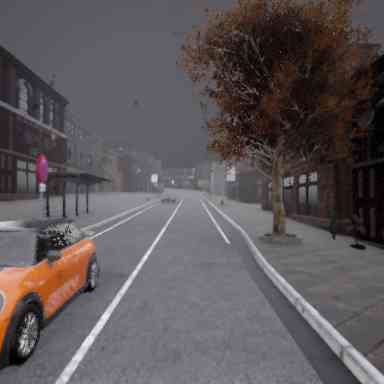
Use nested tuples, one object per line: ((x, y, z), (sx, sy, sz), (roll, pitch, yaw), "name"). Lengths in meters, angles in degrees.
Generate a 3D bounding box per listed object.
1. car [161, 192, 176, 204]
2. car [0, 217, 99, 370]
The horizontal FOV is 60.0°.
((-3.481, 0.786, 49.519), (2.097, 1.767, 4.553), (0, 1, 0), "car")
((-3.180, 1.330, 5.750), (2.097, 1.767, 4.553), (0, 0, 0), "car")
